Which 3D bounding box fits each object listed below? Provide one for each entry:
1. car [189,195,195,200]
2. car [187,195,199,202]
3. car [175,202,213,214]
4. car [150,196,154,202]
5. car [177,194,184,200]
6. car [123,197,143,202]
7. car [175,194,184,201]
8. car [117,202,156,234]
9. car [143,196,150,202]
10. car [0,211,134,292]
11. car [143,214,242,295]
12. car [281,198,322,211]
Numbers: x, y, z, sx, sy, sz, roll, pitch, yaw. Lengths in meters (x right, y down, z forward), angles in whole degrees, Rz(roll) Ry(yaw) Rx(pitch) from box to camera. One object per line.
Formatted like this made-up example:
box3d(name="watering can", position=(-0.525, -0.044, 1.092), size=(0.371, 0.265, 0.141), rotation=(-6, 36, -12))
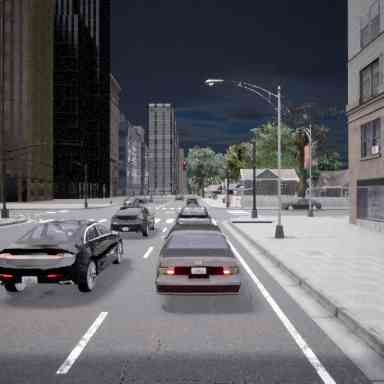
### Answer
box3d(name="car", position=(0.048, 1.525, 93.982), size=(1.812, 1.442, 4.674), rotation=(0, 0, 0))
box3d(name="car", position=(0.096, 1.499, 58.320), size=(1.837, 1.490, 4.892), rotation=(0, 0, 0))
box3d(name="car", position=(0.107, 1.491, 17.872), size=(2.128, 1.511, 4.902), rotation=(0, 0, 0))
box3d(name="car", position=(-9.713, 1.517, 73.264), size=(1.812, 1.442, 4.674), rotation=(0, 0, 0))
box3d(name="car", position=(-3.202, 1.311, 93.991), size=(1.882, 1.535, 5.008), rotation=(0, 0, 0))
box3d(name="car", position=(-9.799, 1.487, 53.832), size=(2.128, 1.511, 4.902), rotation=(0, 0, 1))
box3d(name="car", position=(-3.207, 1.342, 83.957), size=(2.097, 1.767, 4.553), rotation=(0, 0, 0))
box3d(name="car", position=(-3.141, 1.504, 18.149), size=(1.837, 1.490, 4.892), rotation=(0, 0, 0))
box3d(name="car", position=(-9.761, 1.595, 63.152), size=(1.895, 1.301, 4.718), rotation=(0, 0, 1))
box3d(name="car", position=(-3.147, 1.492, 8.889), size=(2.128, 1.511, 4.902), rotation=(0, 0, 0))
box3d(name="car", position=(0.095, 1.545, 8.818), size=(2.033, 1.411, 5.357), rotation=(0, 0, -1))
box3d(name="car", position=(13.302, 1.553, 40.768), size=(4.892, 1.490, 1.837), rotation=(0, -1, 0))
